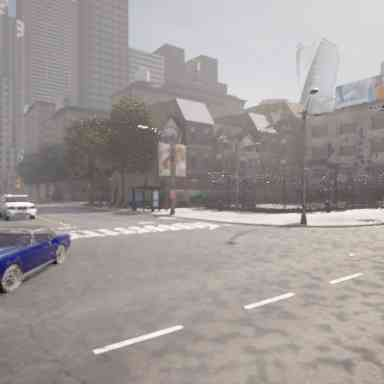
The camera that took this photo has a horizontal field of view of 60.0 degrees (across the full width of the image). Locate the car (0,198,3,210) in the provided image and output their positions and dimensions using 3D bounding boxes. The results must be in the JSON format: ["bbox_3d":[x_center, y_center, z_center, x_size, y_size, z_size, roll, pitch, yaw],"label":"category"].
[{"bbox_3d":[-26.343,1.535,44.032,1.812,1.442,4.674,0,0,-36],"label":"car"}]

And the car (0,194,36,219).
[{"bbox_3d":[-14.713,1.227,27.898,2.150,2.045,5.566,0,0,-37],"label":"car"}]

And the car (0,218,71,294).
[{"bbox_3d":[-4.913,1.603,8.899,1.895,1.301,4.718,0,0,-2],"label":"car"}]
